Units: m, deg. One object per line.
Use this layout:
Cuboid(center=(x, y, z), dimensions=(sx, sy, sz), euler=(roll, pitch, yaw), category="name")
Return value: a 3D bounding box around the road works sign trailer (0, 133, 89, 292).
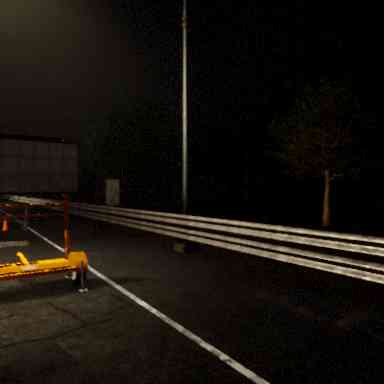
Cuboid(center=(-4.032, 0.445, 8.084), dimensions=(2.380, 3.560, 2.880), euler=(0, 0, -33), category="road works sign trailer")
